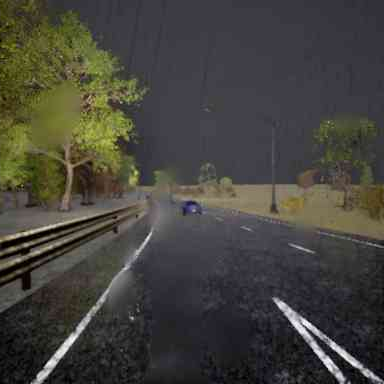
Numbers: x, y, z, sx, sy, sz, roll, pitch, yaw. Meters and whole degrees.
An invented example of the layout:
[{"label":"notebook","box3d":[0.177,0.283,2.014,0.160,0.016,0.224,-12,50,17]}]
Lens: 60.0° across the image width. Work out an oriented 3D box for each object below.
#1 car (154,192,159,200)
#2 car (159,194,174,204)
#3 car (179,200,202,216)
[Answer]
[{"label":"car","box3d":[-8.626,1.294,90.635,2.097,1.767,4.553,0,0,-8]},{"label":"car","box3d":[-4.550,1.327,62.566,2.097,1.767,4.553,0,0,-8]},{"label":"car","box3d":[-0.199,1.530,32.633,1.812,1.442,4.674,0,0,-8]}]
